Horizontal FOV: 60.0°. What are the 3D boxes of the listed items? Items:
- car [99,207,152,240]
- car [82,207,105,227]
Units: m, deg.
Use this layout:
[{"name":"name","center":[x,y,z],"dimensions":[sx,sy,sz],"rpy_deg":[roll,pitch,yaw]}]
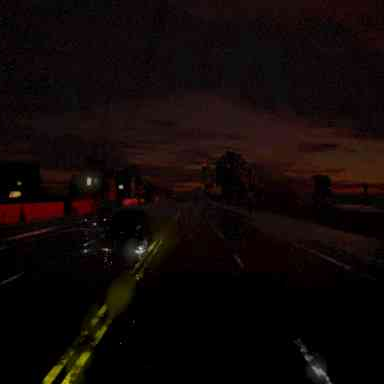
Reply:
[{"name":"car","center":[-3.350,1.680,18.350],"dimensions":[1.882,1.535,5.008],"rpy_deg":[0,-1,0]},{"name":"car","center":[-6.600,1.828,25.241],"dimensions":[2.033,1.411,5.357],"rpy_deg":[0,-1,0]}]
